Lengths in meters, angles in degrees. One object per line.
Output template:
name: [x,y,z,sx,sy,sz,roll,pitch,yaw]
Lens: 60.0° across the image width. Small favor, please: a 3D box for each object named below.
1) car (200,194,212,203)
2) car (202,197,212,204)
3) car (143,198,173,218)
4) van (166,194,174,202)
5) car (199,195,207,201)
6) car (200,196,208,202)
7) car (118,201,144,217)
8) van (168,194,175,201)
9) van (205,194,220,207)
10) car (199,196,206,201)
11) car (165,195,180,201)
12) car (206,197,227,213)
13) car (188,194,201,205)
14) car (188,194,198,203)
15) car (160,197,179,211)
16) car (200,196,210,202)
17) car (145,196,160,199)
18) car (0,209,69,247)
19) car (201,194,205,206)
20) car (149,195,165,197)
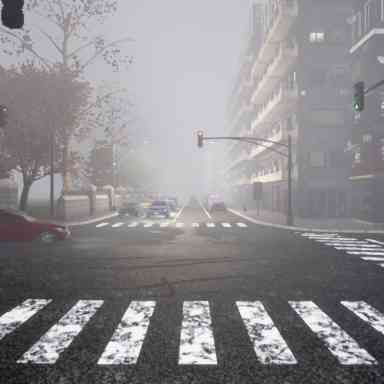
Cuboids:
car: [2.925,1.382,70.312,2.192,1.841,5.009,0,0,0]
car: [2.906,1.602,64.681,1.887,1.381,4.507,0,0,0]
car: [-2.993,1.539,30.321,1.812,1.442,4.674,0,0,0]
van: [-5.419,1.431,81.600,1.690,1.788,3.998,0,0,0]
car: [2.980,1.543,87.201,1.967,1.590,4.097,0,0,0]
car: [2.961,1.634,81.572,1.887,1.381,4.507,0,0,0]
car: [-5.585,1.579,30.928,1.947,1.339,4.313,0,0,0]
van: [-5.400,1.444,87.229,1.690,1.788,3.998,0,0,0]
van: [2.833,1.365,42.161,1.690,1.788,3.998,0,0,0]
car: [2.998,1.699,92.832,1.802,1.307,4.206,0,0,0]
car: [-2.910,1.540,50.436,1.837,1.490,4.892,0,0,0]
car: [2.813,1.563,36.530,1.887,1.381,4.507,0,0,0]
car: [0.303,1.577,61.343,1.812,1.442,4.674,0,0,0]
car: [0.246,1.424,71.423,2.097,1.767,4.553,0,0,0]
car: [-2.960,1.623,40.245,1.895,1.301,4.718,0,0,0]
car: [2.943,1.628,75.942,2.008,1.369,4.403,0,0,0]
car: [-5.548,1.549,42.019,1.752,1.417,4.829,0,0,0]
car: [-7.596,1.449,13.814,4.674,1.442,1.812,2,0,-16]
car: [2.869,1.479,53.422,1.967,1.590,4.097,0,0,0]
car: [-5.529,1.346,47.819,2.192,1.841,5.009,0,0,0]
